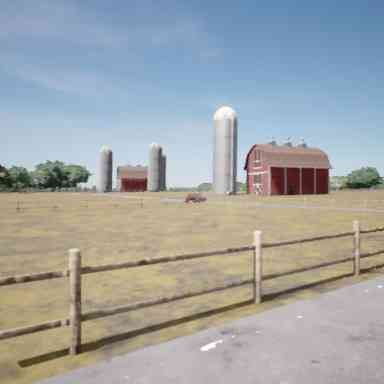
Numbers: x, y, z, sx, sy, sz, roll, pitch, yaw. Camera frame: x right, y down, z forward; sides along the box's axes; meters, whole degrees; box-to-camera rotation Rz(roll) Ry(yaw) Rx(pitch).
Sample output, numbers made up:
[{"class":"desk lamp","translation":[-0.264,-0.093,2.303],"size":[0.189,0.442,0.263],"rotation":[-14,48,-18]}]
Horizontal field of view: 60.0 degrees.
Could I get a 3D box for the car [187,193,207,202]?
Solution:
[{"class":"car","translation":[1.022,1.010,63.987],"size":[2.097,1.767,4.553],"rotation":[1,0,-35]}]
